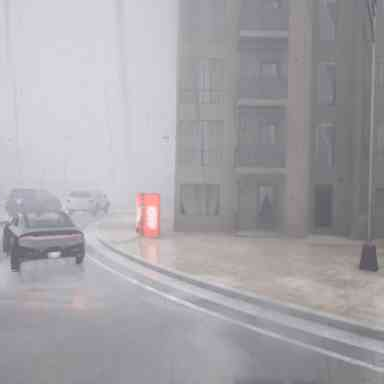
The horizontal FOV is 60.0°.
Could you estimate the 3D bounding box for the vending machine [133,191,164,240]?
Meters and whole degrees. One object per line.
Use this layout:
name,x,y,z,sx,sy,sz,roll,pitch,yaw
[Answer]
vending machine,-1.962,1.028,14.906,1.100,2.100,0.880,1,1,-24

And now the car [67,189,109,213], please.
car,-8.399,0.812,27.250,2.150,2.045,5.566,1,1,0

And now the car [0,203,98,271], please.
car,-4.708,1.306,10.336,2.128,1.511,4.902,1,1,-32

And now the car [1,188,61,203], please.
car,-11.851,0.755,25.219,2.150,2.045,5.566,1,0,-2
